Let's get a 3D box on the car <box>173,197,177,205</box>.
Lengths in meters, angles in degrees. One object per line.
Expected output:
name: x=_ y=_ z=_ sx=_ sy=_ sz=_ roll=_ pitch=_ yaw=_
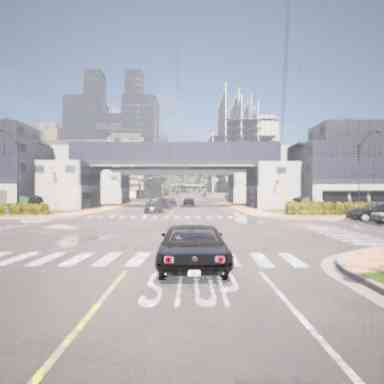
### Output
car: x=-4.178 y=1.793 z=66.369 sx=1.812 sy=1.442 sz=4.674 roll=0 pitch=0 yaw=0

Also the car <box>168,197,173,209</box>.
car: x=-4.261 y=1.702 z=48.822 sx=1.837 sy=1.490 sz=4.892 roll=0 pitch=1 yaw=0

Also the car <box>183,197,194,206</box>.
car: x=-0.575 y=1.729 z=61.982 sx=1.882 sy=1.535 sz=5.008 roll=0 pitch=0 yaw=0

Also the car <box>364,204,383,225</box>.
car: x=15.023 y=1.706 z=23.151 sx=4.718 sy=1.301 sz=1.895 roll=0 pitch=0 yaw=-1

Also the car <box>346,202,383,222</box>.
car: x=14.984 y=1.622 z=26.737 sx=4.892 sy=1.490 sz=1.837 roll=-1 pitch=0 yaw=2

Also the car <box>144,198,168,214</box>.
car: x=-4.262 y=1.651 z=37.827 sx=2.128 sy=1.511 sz=4.902 roll=0 pitch=0 yaw=0

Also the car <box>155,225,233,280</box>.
car: x=-0.001 y=1.643 z=10.092 sx=1.895 sy=1.301 sz=4.718 roll=0 pitch=0 yaw=-2
